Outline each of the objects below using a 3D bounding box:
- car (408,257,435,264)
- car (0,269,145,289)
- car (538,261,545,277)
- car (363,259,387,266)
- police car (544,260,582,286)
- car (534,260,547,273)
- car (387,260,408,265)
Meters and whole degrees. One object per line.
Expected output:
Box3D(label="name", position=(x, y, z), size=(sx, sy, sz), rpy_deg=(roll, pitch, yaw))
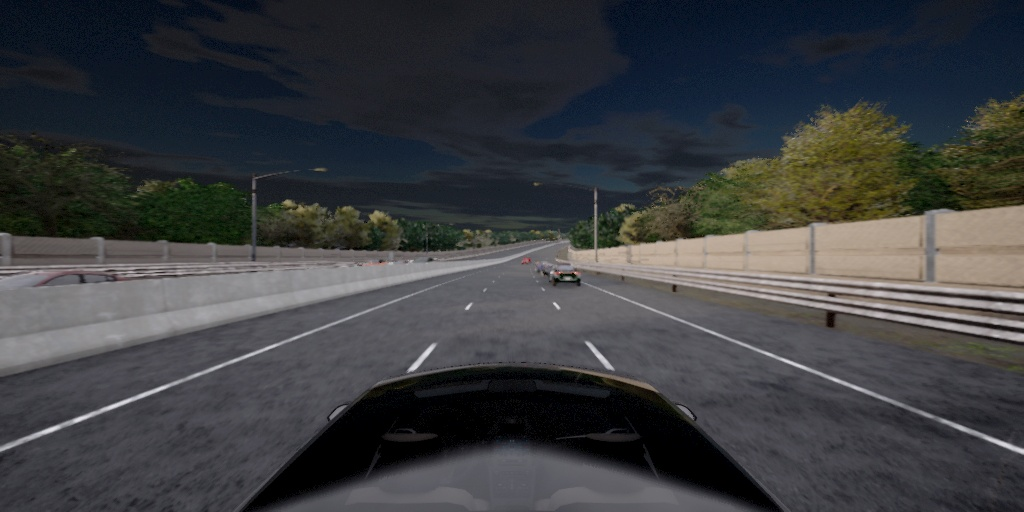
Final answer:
Box3D(label="car", position=(-12.980, 1.144, 53.088), size=(2.150, 2.045, 5.566), rpy_deg=(0, 0, 3))
Box3D(label="car", position=(-14.060, 1.195, 10.849), size=(1.882, 1.535, 5.008), rpy_deg=(0, 0, 1))
Box3D(label="car", position=(3.983, 1.471, 36.976), size=(1.895, 1.301, 4.718), rpy_deg=(0, 0, 2))
Box3D(label="car", position=(-20.011, 1.242, 52.713), size=(2.097, 1.767, 4.553), rpy_deg=(0, 0, 3))
Box3D(label="police car", position=(3.720, 1.314, 26.053), size=(2.038, 1.542, 4.974), rpy_deg=(0, 0, 1))
Box3D(label="car", position=(4.286, 1.306, 48.006), size=(2.097, 1.767, 4.553), rpy_deg=(0, -1, 0))
Box3D(label="car", position=(-16.462, 1.387, 53.801), size=(1.882, 1.535, 5.008), rpy_deg=(0, 0, 3))
